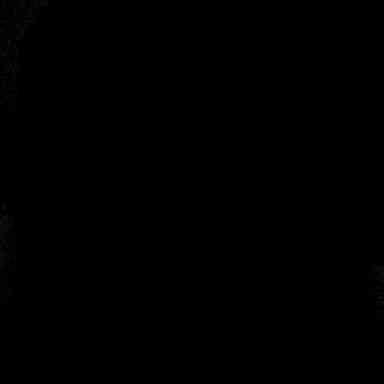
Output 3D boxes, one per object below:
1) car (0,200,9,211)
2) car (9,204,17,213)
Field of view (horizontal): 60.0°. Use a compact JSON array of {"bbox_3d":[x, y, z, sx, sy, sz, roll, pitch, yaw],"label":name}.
[{"bbox_3d":[-19.367,1.109,29.151,2.192,1.841,5.009,0,-1,36],"label":"car"},{"bbox_3d":[-16.225,1.452,33.540,1.802,1.307,4.206,0,-1,36],"label":"car"}]
